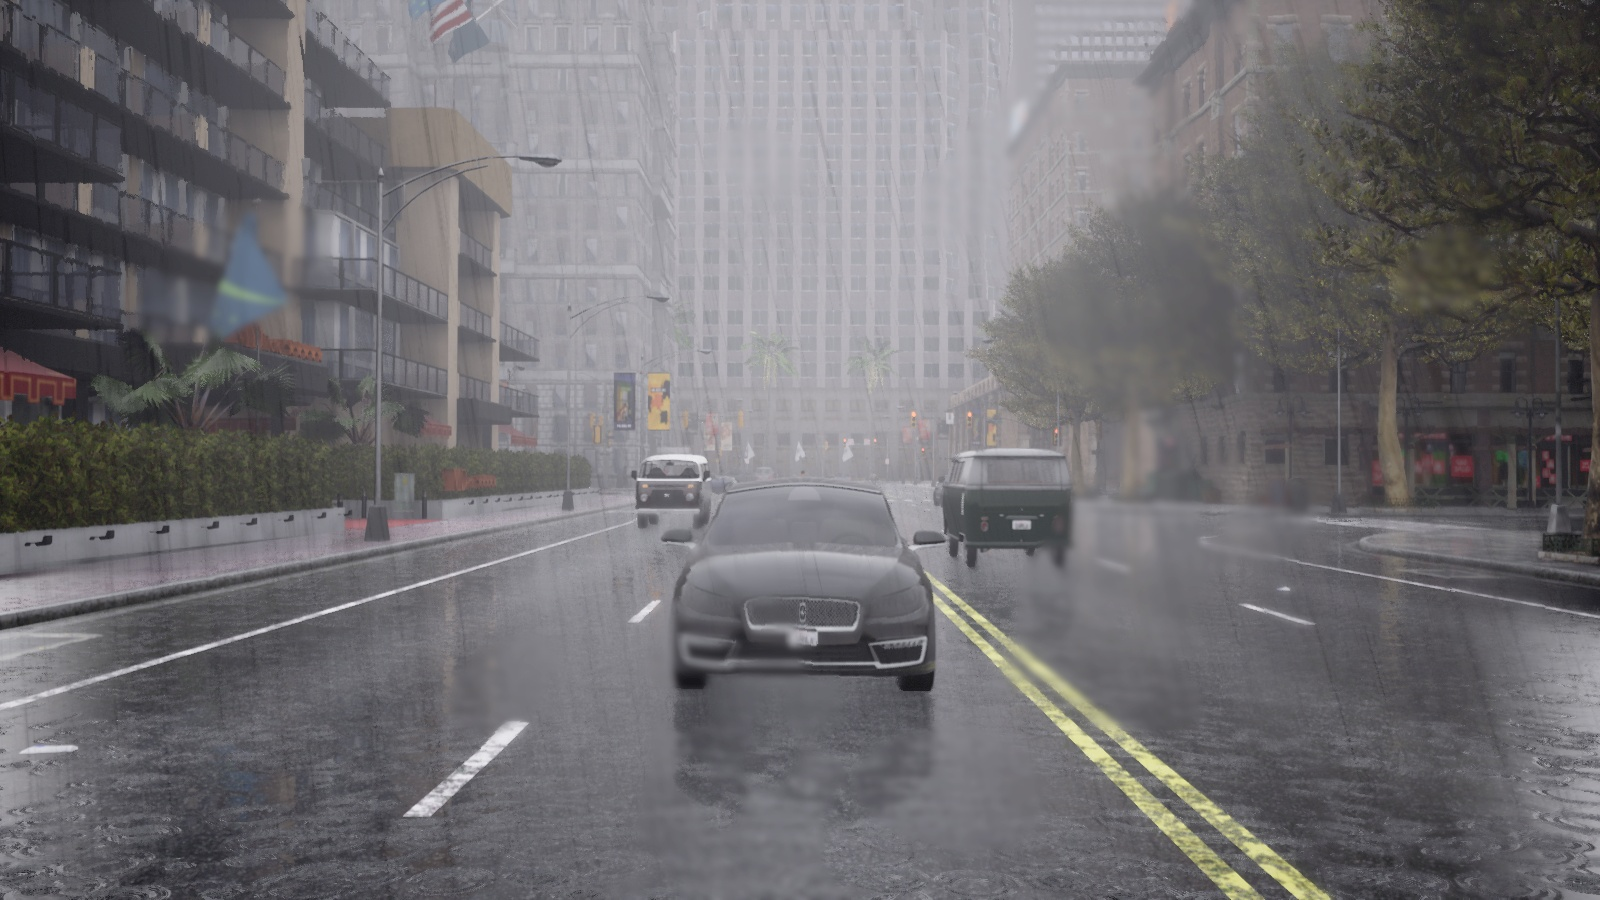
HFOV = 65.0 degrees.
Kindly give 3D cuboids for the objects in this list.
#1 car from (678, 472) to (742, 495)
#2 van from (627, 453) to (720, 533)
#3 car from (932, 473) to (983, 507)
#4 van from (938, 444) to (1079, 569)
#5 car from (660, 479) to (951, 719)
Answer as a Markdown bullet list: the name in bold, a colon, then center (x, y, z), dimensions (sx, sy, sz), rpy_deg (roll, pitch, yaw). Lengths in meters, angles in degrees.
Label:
- **car**: center (-6.061, 2.252, 84.354), dimensions (3.806, 1.475, 1.970), rpy_deg (0, -1, -26)
- **van**: center (-3.400, 1.144, 34.503), dimensions (2.069, 2.038, 4.480), rpy_deg (0, -1, 0)
- **car**: center (7.153, 1.784, 57.314), dimensions (1.816, 1.474, 4.193), rpy_deg (0, -1, 0)
- **van**: center (3.562, 0.935, 22.196), dimensions (1.775, 1.987, 4.442), rpy_deg (0, -1, 0)
- **car**: center (0.041, 0.999, 10.405), dimensions (1.837, 1.490, 4.892), rpy_deg (0, -1, 0)
